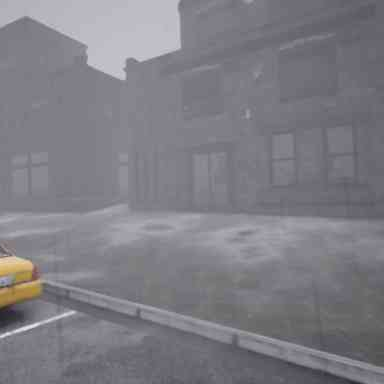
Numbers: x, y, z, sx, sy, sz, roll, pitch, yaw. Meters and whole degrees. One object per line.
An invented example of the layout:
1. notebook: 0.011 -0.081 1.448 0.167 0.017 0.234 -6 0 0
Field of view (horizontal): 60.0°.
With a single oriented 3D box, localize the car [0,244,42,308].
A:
1. car: -5.322 1.486 6.961 5.366 1.575 1.946 0 0 34
